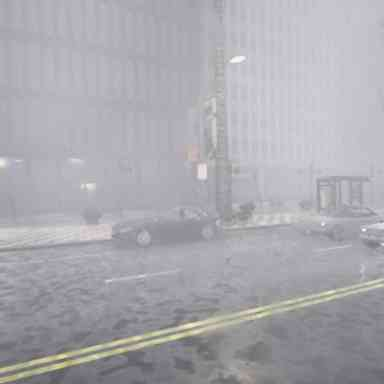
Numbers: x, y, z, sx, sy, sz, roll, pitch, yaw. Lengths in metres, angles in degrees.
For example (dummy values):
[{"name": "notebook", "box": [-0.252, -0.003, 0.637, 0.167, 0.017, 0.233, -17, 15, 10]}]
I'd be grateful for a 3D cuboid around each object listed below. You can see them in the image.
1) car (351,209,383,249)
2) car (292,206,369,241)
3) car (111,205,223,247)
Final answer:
[{"name": "car", "box": [8.142, 1.350, 11.831, 4.718, 1.301, 1.895, -1, 1, -28]}, {"name": "car", "box": [6.842, 1.334, 15.107, 4.718, 1.301, 1.895, -1, 1, -28]}, {"name": "car", "box": [-0.968, 1.344, 14.277, 4.892, 1.521, 2.231, -1, 1, -28]}]
